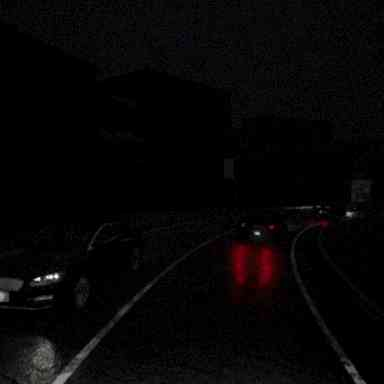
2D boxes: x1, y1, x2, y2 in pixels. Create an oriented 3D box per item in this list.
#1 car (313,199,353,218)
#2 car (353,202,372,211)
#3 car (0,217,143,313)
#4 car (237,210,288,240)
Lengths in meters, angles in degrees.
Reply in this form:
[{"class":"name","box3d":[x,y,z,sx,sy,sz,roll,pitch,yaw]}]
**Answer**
[{"class":"car","box3d":[13.209,1.604,31.739,2.128,1.511,4.902,5,2,42]},{"class":"car","box3d":[21.163,1.573,43.031,5.008,1.535,1.882,2,3,-31]},{"class":"car","box3d":[-2.631,1.395,7.745,2.128,1.511,4.902,1,1,11]},{"class":"car","box3d":[3.735,1.555,16.898,1.895,1.301,4.718,2,1,21]}]
